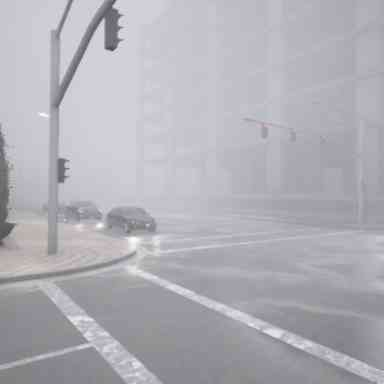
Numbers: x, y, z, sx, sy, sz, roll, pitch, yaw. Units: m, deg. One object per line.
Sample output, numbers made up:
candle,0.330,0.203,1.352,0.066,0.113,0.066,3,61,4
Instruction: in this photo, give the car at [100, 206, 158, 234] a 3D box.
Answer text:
car,-3.907,1.679,20.988,1.837,1.490,4.892,1,0,-35

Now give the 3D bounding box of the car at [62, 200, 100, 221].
car,-9.418,1.530,28.931,2.097,1.767,4.553,1,-1,-35

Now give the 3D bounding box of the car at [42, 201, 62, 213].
car,-15.741,1.730,38.040,2.033,1.411,5.357,1,-1,-35
